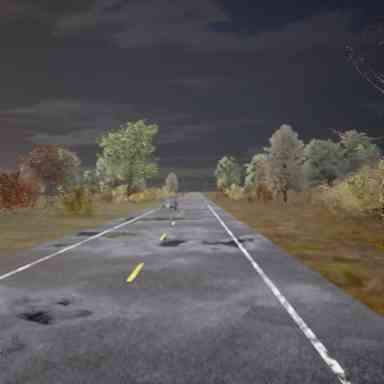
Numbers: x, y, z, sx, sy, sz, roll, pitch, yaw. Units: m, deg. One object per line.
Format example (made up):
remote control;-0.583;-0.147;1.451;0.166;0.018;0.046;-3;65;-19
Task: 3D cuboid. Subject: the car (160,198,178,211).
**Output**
car;-2.796;1.479;41.433;2.128;1.511;4.902;0;0;1
